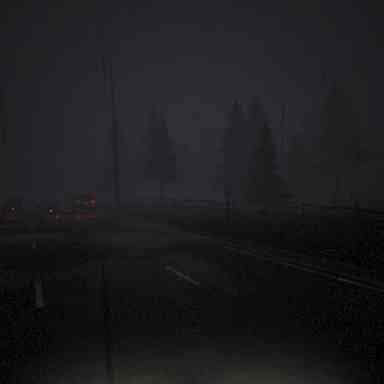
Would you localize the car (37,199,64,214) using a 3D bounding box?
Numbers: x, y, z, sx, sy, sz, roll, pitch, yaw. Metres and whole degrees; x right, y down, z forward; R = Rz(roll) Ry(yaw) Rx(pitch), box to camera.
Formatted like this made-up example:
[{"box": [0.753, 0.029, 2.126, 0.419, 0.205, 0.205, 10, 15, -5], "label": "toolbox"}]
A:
[{"box": [-15.171, 1.601, 35.481, 1.895, 1.301, 4.718, 0, 0, -26], "label": "car"}]

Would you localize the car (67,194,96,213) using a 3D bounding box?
[{"box": [-12.317, 1.221, 37.468, 2.150, 2.045, 5.566, 0, 0, -26], "label": "car"}]

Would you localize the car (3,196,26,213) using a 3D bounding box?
[{"box": [-20.067, 1.505, 37.503, 1.837, 1.490, 4.892, 0, 0, -26], "label": "car"}]

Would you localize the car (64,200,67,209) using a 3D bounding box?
[{"box": [-16.581, 1.526, 46.124, 1.812, 1.442, 4.674, 0, 0, -26], "label": "car"}]

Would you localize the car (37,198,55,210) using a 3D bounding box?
[{"box": [-19.037, 1.564, 43.332, 1.994, 1.385, 4.181, 0, 0, -27], "label": "car"}]
